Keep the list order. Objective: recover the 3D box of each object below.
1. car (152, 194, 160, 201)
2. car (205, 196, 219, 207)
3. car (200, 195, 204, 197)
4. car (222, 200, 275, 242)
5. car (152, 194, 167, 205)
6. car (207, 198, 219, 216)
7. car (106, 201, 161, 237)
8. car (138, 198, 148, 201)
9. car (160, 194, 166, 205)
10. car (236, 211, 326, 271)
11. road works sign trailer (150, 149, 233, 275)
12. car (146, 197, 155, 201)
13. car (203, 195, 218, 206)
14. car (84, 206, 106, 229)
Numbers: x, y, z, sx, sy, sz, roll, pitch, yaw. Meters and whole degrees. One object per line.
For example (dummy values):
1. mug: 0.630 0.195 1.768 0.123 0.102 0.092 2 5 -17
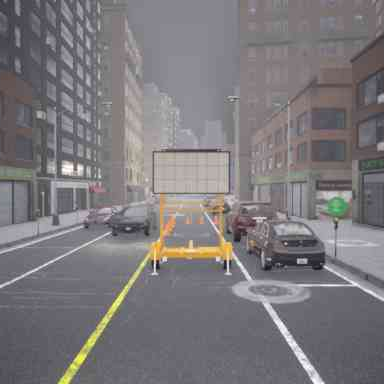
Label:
1. car: -5.750 1.423 43.762 1.967 1.590 4.097 -1 0 0
2. car: 2.785 1.513 38.450 1.752 1.417 4.829 -1 0 0
3. car: 2.758 1.538 54.799 1.947 1.339 4.313 -1 0 0
4. car: 2.820 1.312 16.255 2.192 1.841 5.009 -1 0 0
5. car: -5.779 1.281 60.285 2.192 1.841 5.009 -1 0 0
6. car: 2.795 1.557 32.774 1.947 1.339 4.313 -1 0 0
7. car: -3.031 1.474 18.304 1.882 1.535 5.008 0 0 0
8. car: -5.730 1.573 32.746 1.802 1.307 4.206 -1 0 0
9. car: -5.770 1.287 54.778 2.192 1.841 5.009 -1 0 0
10. car: 2.832 1.549 10.749 2.008 1.369 4.403 -1 0 0
11. road works sign trailer: -0.018 0.462 10.425 2.380 3.560 2.880 0 0 0
12. car: -5.739 1.569 38.254 1.802 1.307 4.206 -1 0 0
13. car: 2.767 1.544 49.292 1.947 1.339 4.313 -1 0 0
14. car: -5.711 1.578 21.731 1.802 1.307 4.206 -1 0 0
